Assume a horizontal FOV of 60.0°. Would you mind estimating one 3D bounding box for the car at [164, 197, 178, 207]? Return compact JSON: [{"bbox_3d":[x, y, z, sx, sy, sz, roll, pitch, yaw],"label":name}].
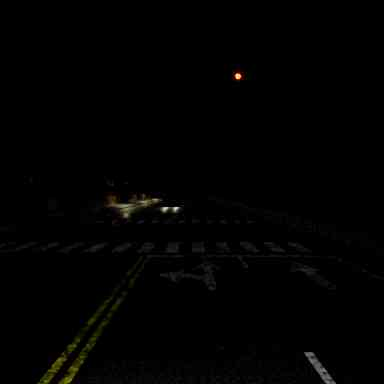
[{"bbox_3d":[-3.188,1.503,49.926,1.882,1.535,5.008,0,1,0],"label":"car"}]
